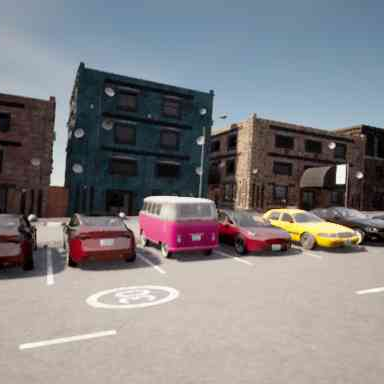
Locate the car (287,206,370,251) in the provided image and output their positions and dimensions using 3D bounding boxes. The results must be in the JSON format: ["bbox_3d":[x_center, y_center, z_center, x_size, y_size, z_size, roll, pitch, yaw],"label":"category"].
[{"bbox_3d":[4.529,1.451,14.409,1.946,1.575,5.366,0,0,-24],"label":"car"}]

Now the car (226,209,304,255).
[{"bbox_3d":[1.899,1.466,13.427,2.163,1.488,4.792,0,0,-24],"label":"car"}]

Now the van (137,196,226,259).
[{"bbox_3d":[-0.726,1.192,12.436,1.878,1.987,4.442,0,0,-24],"label":"van"}]

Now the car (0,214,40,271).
[{"bbox_3d":[-5.828,1.412,10.107,2.163,1.488,4.792,0,0,-24],"label":"car"}]

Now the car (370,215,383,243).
[{"bbox_3d":[7.017,1.473,15.707,2.097,1.535,5.008,0,0,-24],"label":"car"}]

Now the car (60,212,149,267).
[{"bbox_3d":[-3.260,1.430,11.232,2.163,1.488,4.792,0,0,-24],"label":"car"}]
